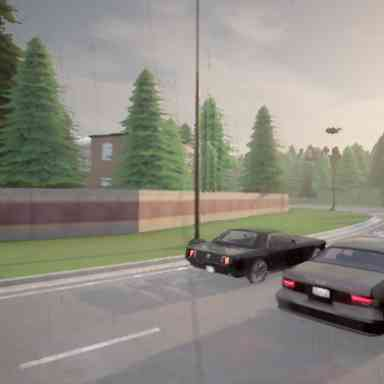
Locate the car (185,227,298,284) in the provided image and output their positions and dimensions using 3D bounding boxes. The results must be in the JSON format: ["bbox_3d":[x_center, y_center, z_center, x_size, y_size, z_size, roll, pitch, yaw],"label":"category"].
[{"bbox_3d":[2.157,1.724,10.013,4.718,1.301,1.895,1,-1,-41],"label":"car"}]

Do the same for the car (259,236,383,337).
[{"bbox_3d":[3.915,1.640,6.847,5.357,1.411,2.033,1,-1,-41],"label":"car"}]
